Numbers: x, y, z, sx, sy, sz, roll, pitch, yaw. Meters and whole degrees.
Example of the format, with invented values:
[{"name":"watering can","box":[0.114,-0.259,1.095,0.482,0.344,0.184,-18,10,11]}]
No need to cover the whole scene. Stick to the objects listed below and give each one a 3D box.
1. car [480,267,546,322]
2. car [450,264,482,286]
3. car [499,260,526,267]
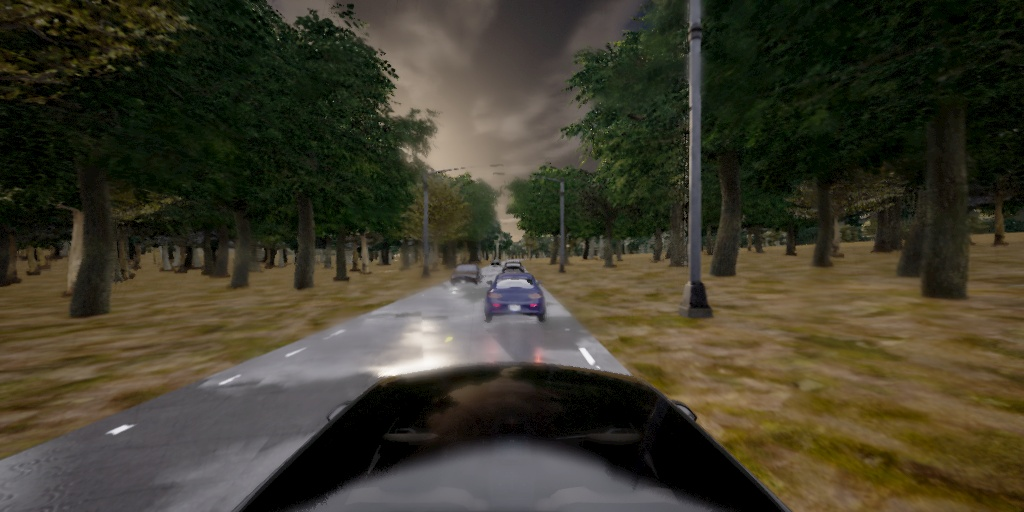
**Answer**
[{"name":"car","box":[0.103,1.263,12.171,1.812,1.442,4.674,0,0,0]},{"name":"car","box":[-3.104,1.276,25.500,2.033,1.411,5.357,0,0,0]},{"name":"car","box":[0.097,1.231,30.278,1.837,1.490,4.892,0,0,0]}]
